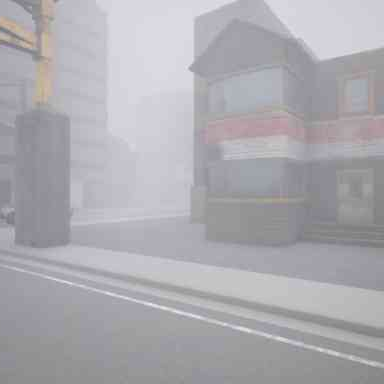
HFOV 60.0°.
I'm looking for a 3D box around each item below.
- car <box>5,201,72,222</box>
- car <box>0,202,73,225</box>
[{"bbox_3d":[-10.679,1.295,23.547,1.853,1.218,4.536,0,0,15],"label":"car"},{"bbox_3d":[-10.693,1.452,23.497,2.038,1.542,4.974,0,0,15],"label":"car"}]
